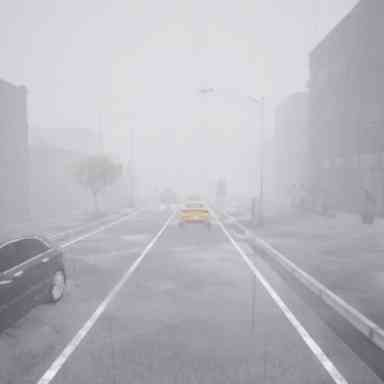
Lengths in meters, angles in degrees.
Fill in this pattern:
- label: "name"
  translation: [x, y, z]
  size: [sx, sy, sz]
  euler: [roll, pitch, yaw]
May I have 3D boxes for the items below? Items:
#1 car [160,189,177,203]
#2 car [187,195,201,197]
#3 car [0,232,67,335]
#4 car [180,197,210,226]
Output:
- label: "car"
  translation: [-3.354, 0.549, 49.018]
  size: [2.150, 2.045, 5.566]
  euler: [0, 1, 1]
- label: "car"
  translation: [0.283, 1.035, 42.717]
  size: [1.994, 1.385, 4.181]
  euler: [0, 1, 0]
- label: "car"
  translation: [-3.583, 1.485, 5.270]
  size: [1.837, 1.490, 4.892]
  euler: [0, 0, 0]
- label: "car"
  translation: [0.191, 1.320, 22.115]
  size: [1.882, 1.535, 5.008]
  euler: [0, 1, 0]
